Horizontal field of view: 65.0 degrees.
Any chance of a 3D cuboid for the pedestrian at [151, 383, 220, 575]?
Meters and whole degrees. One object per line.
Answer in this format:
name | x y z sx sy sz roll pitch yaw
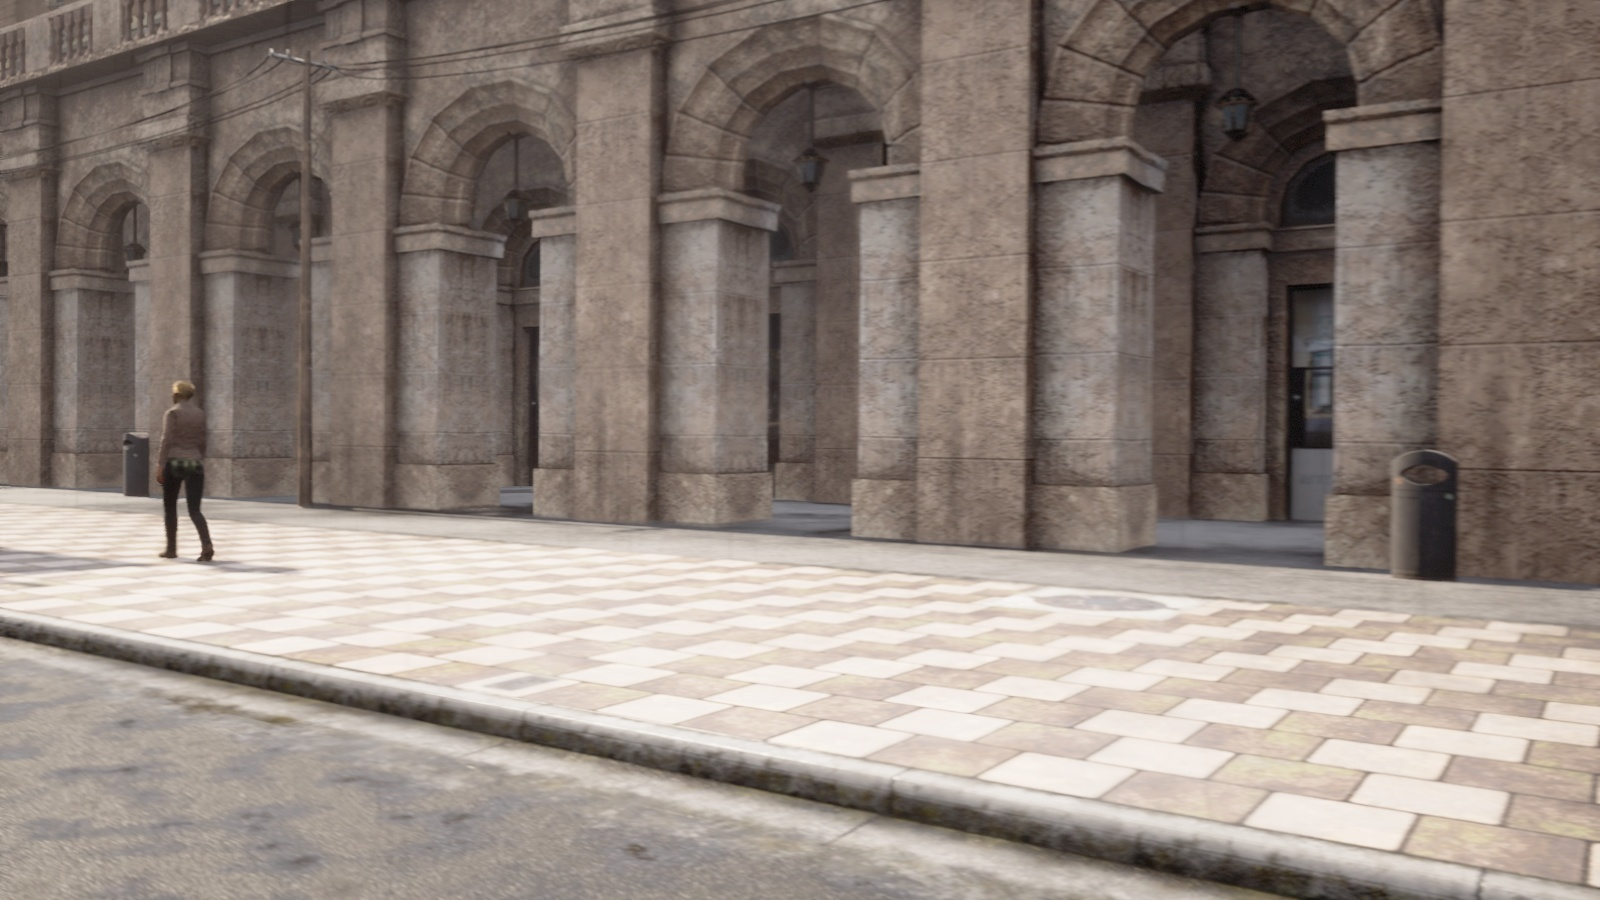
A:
pedestrian | -6.061 0.274 12.378 0.634 1.846 0.331 0 1 36
